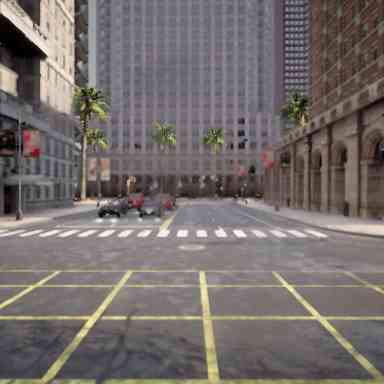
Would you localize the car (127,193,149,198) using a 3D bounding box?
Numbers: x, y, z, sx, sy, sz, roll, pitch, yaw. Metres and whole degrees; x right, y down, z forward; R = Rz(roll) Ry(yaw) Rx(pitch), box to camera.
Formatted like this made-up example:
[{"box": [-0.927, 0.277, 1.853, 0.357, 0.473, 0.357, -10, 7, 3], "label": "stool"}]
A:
[{"box": [-7.006, 1.166, 40.931, 2.150, 2.045, 5.566, 0, 0, 1], "label": "car"}]

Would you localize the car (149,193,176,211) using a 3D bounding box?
[{"box": [-3.517, 1.167, 40.534, 2.150, 2.045, 5.566, 0, 0, 1], "label": "car"}]

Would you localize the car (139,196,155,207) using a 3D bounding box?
[{"box": [-6.872, 1.435, 51.393, 1.837, 1.490, 4.892, 0, 0, 1], "label": "car"}]

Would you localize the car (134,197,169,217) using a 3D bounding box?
[{"box": [-3.603, 1.450, 30.388, 2.128, 1.511, 4.902, 0, 0, 0], "label": "car"}]

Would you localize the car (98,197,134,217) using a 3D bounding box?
[{"box": [-7.109, 1.506, 30.680, 2.033, 1.411, 5.357, 0, 0, 0], "label": "car"}]
